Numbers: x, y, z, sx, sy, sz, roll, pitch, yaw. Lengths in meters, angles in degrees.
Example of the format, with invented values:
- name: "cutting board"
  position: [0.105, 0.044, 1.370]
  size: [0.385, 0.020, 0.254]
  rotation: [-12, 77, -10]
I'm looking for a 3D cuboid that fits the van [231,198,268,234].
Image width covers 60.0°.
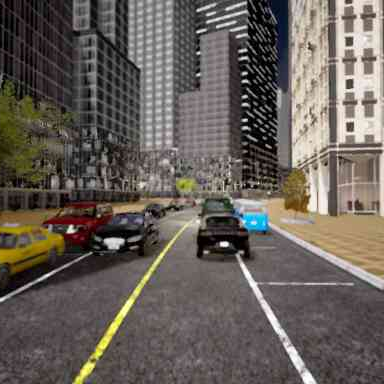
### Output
- name: "van"
  position: [3.425, 1.435, 19.584]
  size: [1.690, 1.788, 3.998]
  rotation: [1, 0, 4]

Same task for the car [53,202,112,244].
- name: "car"
  position: [-4.880, 1.388, 15.031]
  size: [2.192, 1.841, 5.009]
  rotation: [1, 0, 3]

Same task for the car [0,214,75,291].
- name: "car"
  position: [-5.130, 1.568, 9.199]
  size: [1.752, 1.417, 4.829]
  rotation: [1, 0, 2]

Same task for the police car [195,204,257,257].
- name: "police car"
  position: [1.155, 1.490, 13.329]
  size: [1.930, 1.638, 5.238]
  rotation: [0, 0, 3]

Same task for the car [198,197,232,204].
- name: "car"
  position: [1.779, 1.336, 23.160]
  size: [2.150, 2.045, 5.566]
  rotation: [0, 0, 5]

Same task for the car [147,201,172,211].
- name: "car"
  position: [-3.522, 1.727, 32.157]
  size: [1.947, 1.339, 4.313]
  rotation: [1, 0, 6]

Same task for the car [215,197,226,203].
- name: "car"
  position: [7.423, 2.015, 87.042]
  size: [2.008, 1.369, 4.403]
  rotation: [1, 0, 16]

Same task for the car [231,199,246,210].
- name: "car"
  position: [6.842, 1.795, 48.786]
  size: [1.947, 1.339, 4.313]
  rotation: [1, 0, 10]

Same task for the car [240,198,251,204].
- name: "car"
  position: [11.507, 1.910, 71.430]
  size: [1.947, 1.339, 4.313]
  rotation: [1, 0, 14]

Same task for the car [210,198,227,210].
- name: "car"
  position: [3.875, 1.707, 47.621]
  size: [1.882, 1.535, 5.008]
  rotation: [0, 0, 10]

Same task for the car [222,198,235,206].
- name: "car"
  position: [7.073, 1.918, 64.482]
  size: [1.895, 1.301, 4.718]
  rotation: [0, 0, 13]

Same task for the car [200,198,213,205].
- name: "car"
  position: [3.187, 1.937, 71.143]
  size: [1.947, 1.339, 4.313]
  rotation: [1, 0, 13]

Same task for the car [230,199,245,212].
- name: "car"
  position: [5.962, 1.729, 43.178]
  size: [1.752, 1.417, 4.829]
  rotation: [1, 0, 9]

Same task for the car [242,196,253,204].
- name: "car"
  position: [12.920, 1.814, 76.940]
  size: [1.967, 1.590, 4.097]
  rotation: [1, 0, 15]

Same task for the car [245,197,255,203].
- name: "car"
  position: [14.417, 1.948, 82.380]
  size: [1.887, 1.381, 4.507]
  rotation: [1, 0, 16]

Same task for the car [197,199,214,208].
- name: "car"
  position: [2.288, 1.820, 54.739]
  size: [2.033, 1.411, 5.357]
  rotation: [0, 0, 11]

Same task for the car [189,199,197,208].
- name: "car"
  position: [-0.271, 1.860, 54.667]
  size: [1.802, 1.307, 4.206]
  rotation: [1, 0, 10]

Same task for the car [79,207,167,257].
- name: "car"
  position: [-2.464, 1.556, 13.395]
  size: [2.128, 1.511, 4.902]
  rotation: [0, 0, 3]

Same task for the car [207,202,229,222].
- name: "car"
  position: [2.307, 1.666, 29.062]
  size: [1.812, 1.442, 4.674]
  rotation: [0, 0, 6]

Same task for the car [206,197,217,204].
- name: "car"
  position: [4.469, 1.927, 76.316]
  size: [1.752, 1.417, 4.829]
  rotation: [1, 0, 14]

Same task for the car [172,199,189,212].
- name: "car"
  position: [-2.098, 1.785, 43.469]
  size: [1.947, 1.339, 4.313]
  rotation: [1, 0, 8]
